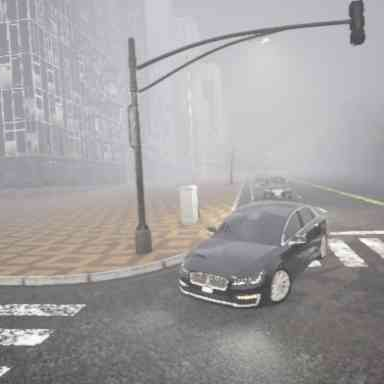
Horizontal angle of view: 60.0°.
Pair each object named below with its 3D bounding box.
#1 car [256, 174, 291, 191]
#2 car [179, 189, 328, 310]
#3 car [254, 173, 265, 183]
[{"bbox_3d":[5.881,-0.320,23.610,2.128,1.511,4.902,-3,4,10],"label":"car"},{"bbox_3d":[1.648,1.072,7.463,1.837,1.490,4.892,2,8,36],"label":"car"},{"bbox_3d":[10.044,-2.053,48.101,1.994,1.385,4.181,-3,4,10],"label":"car"}]
